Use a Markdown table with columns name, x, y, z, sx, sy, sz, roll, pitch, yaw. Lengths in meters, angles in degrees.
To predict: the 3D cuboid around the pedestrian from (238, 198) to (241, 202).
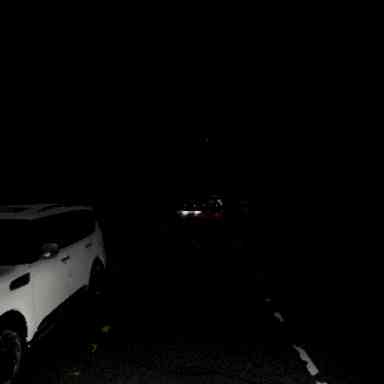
| name | x | y | z | sx | sy | sz | roll | pitch | yaw |
| --- | --- | --- | --- | --- | --- | --- | --- | --- | --- |
| pedestrian | 4.263 | 1.448 | 29.909 | 0.375 | 1.860 | 0.375 | -1 | 1 | -10 |

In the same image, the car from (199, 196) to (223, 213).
| name | x | y | z | sx | sy | sz | roll | pitch | yaw |
| --- | --- | --- | --- | --- | --- | --- | --- | --- | --- |
| car | 2.474 | 1.642 | 42.013 | 2.097 | 1.767 | 4.553 | 0 | -1 | 8 |

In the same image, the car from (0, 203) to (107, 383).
| name | x | y | z | sx | sy | sz | roll | pitch | yaw |
| --- | --- | --- | --- | --- | --- | --- | --- | --- | --- |
| car | -3.009 | 1.242 | 5.317 | 2.150 | 2.045 | 5.566 | 0 | 0 | 1 |

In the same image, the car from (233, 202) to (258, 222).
| name | x | y | z | sx | sy | sz | roll | pitch | yaw |
| --- | --- | --- | --- | --- | --- | --- | --- | --- | --- |
| car | 4.371 | 1.563 | 27.531 | 1.970 | 1.475 | 3.806 | 0 | 0 | 4 |

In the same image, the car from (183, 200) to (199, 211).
| name | x | y | z | sx | sy | sz | roll | pitch | yaw |
| --- | --- | --- | --- | --- | --- | --- | --- | --- | --- |
| car | -0.016 | 1.813 | 46.756 | 1.882 | 1.535 | 5.008 | 0 | -1 | 7 |
